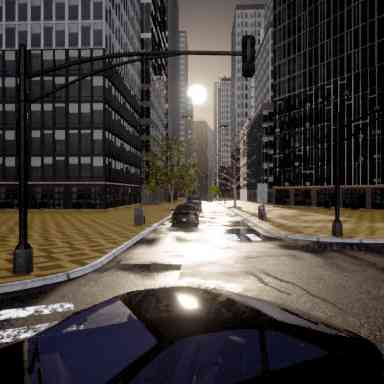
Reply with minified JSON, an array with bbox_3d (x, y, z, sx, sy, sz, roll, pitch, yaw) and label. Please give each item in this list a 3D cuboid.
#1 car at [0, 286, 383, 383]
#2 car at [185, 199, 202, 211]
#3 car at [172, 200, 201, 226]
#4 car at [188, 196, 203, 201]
[{"bbox_3d":[-0.328,1.578,2.632,4.181,1.385,1.994,0,0,-27],"label":"car"},{"bbox_3d":[-0.089,1.777,35.633,1.812,1.442,4.674,0,0,2],"label":"car"},{"bbox_3d":[-0.447,1.654,25.419,1.882,1.535,5.008,0,0,2],"label":"car"},{"bbox_3d":[0.281,1.554,46.286,2.150,2.045,5.566,0,0,2],"label":"car"}]
